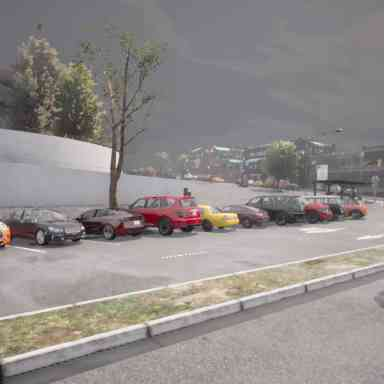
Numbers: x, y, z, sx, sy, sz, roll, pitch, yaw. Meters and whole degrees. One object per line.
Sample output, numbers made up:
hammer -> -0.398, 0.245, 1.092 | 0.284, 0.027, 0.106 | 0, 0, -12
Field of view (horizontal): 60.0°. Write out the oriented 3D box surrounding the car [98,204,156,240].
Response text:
car -> -4.528, 1.525, 17.012 | 4.792, 1.488, 2.163 | -1, -1, 34

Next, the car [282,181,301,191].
car -> 20.680, -0.991, 67.466 | 2.231, 1.521, 4.892 | 7, 3, 35

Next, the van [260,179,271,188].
van -> 17.188, -1.762, 72.297 | 1.878, 1.987, 4.442 | 7, 4, 35

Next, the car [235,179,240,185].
car -> 12.034, -2.315, 79.806 | 2.002, 1.452, 4.674 | 7, 3, 35

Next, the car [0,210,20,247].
car -> -9.411, 1.367, 13.536 | 4.553, 1.767, 2.185 | -1, -1, 34

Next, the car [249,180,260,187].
car -> 15.611, -1.810, 75.026 | 1.946, 1.575, 5.366 | 7, 3, 35

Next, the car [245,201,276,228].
car -> 2.839, 1.550, 22.218 | 4.674, 1.452, 2.002 | -1, -1, 35

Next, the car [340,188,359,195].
car -> 27.590, 0.138, 57.613 | 2.002, 1.452, 4.674 | 7, 3, 35

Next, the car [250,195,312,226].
car -> 5.265, 1.264, 23.977 | 5.566, 2.045, 2.435 | -1, -1, 35

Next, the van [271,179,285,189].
van -> 18.919, -1.489, 69.827 | 1.878, 1.987, 4.442 | 7, 4, 35

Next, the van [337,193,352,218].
van -> 10.314, 1.298, 27.356 | 4.442, 1.987, 1.878 | -1, -1, 35

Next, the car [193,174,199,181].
car -> 3.273, -3.849, 92.035 | 2.185, 1.767, 4.553 | 6, 3, 34

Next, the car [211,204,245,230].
car -> 0.234, 1.504, 20.588 | 5.366, 1.575, 1.946 | -1, -1, 35

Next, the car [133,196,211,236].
car -> -2.084, 1.249, 18.759 | 5.566, 2.045, 2.435 | -1, -1, 34

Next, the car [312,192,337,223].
car -> 7.777, 1.268, 25.684 | 5.566, 2.045, 2.435 | -1, -1, 35

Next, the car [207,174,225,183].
car -> 6.922, -3.174, 87.312 | 1.946, 1.575, 5.366 | 7, 3, 34

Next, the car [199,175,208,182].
car -> 5.069, -3.697, 89.570 | 2.435, 2.045, 5.566 | 7, 3, 34

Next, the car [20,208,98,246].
car -> -6.946, 1.494, 15.263 | 4.892, 1.521, 2.231 | -1, -1, 34

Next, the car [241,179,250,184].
car -> 13.778, -2.042, 77.345 | 2.002, 1.452, 4.674 | 7, 4, 35

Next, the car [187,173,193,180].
car -> 1.541, -4.083, 94.503 | 2.185, 1.767, 4.553 | 4, 1, 33

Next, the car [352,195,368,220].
car -> 12.722, 1.405, 29.108 | 4.553, 1.767, 2.185 | -1, -1, 35

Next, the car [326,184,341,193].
car -> 25.897, -0.424, 60.084 | 2.435, 2.045, 5.566 | 7, 3, 35
